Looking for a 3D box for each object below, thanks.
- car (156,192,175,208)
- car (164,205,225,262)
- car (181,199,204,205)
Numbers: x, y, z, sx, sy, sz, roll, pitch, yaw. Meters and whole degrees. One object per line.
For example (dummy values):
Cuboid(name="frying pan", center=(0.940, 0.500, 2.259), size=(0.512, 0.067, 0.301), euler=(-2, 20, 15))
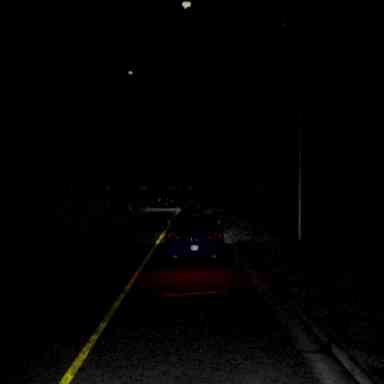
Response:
Cuboid(name="car", center=(-3.590, 1.027, 44.512), size=(2.150, 2.045, 5.566), euler=(0, 0, -7))
Cuboid(name="car", center=(0.070, 1.460, 12.159), size=(1.882, 1.535, 5.008), euler=(0, 0, 0))
Cuboid(name="car", center=(0.038, 1.396, 29.634), size=(2.128, 1.511, 4.902), euler=(0, 0, 0))
